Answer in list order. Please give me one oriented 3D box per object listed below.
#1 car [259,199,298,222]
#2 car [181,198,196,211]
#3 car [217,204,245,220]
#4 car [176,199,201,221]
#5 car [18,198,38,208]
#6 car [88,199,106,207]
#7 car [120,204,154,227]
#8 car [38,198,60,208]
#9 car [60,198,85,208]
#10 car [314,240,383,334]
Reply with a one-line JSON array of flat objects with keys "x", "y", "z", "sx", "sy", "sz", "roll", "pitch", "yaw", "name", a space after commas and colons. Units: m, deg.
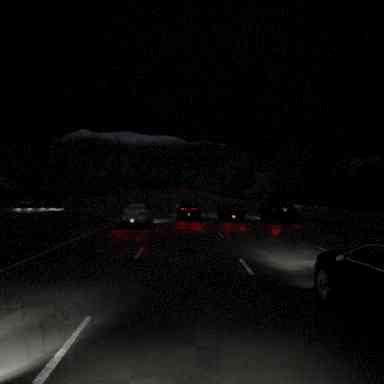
[{"x": 6.735, "y": 1.365, "z": 26.329, "sx": 2.097, "sy": 1.767, "sz": 4.553, "roll": 0, "pitch": 0, "yaw": -1, "name": "car"}, {"x": -0.514, "y": 1.638, "z": 44.069, "sx": 1.882, "sy": 1.535, "sz": 5.008, "roll": 0, "pitch": -2, "yaw": -1, "name": "car"}, {"x": 3.209, "y": 1.624, "z": 28.157, "sx": 1.895, "sy": 1.301, "sz": 4.718, "roll": 0, "pitch": 0, "yaw": -1, "name": "car"}, {"x": -0.280, "y": 1.508, "z": 27.412, "sx": 2.128, "sy": 1.511, "sz": 4.902, "roll": 0, "pitch": -1, "yaw": -1, "name": "car"}, {"x": -25.233, "y": 1.710, "z": 52.038, "sx": 1.882, "sy": 1.535, "sz": 5.008, "roll": 0, "pitch": -1, "yaw": -1, "name": "car"}, {"x": -14.734, "y": 1.758, "z": 52.039, "sx": 1.812, "sy": 1.442, "sz": 4.674, "roll": 0, "pitch": -1, "yaw": -1, "name": "car"}, {"x": -3.716, "y": 1.519, "z": 22.749, "sx": 1.812, "sy": 1.442, "sz": 4.674, "roll": 0, "pitch": 0, "yaw": -1, "name": "car"}, {"x": -21.734, "y": 1.744, "z": 52.169, "sx": 1.837, "sy": 1.490, "sz": 4.892, "roll": 0, "pitch": -1, "yaw": -1, "name": "car"}, {"x": -18.234, "y": 1.725, "z": 52.128, "sx": 2.128, "sy": 1.511, "sz": 4.902, "roll": 0, "pitch": -1, "yaw": -1, "name": "car"}, {"x": 3.531, "y": 1.471, "z": 5.155, "sx": 2.128, "sy": 1.511, "sz": 4.902, "roll": 0, "pitch": 0, "yaw": -1, "name": "car"}]
